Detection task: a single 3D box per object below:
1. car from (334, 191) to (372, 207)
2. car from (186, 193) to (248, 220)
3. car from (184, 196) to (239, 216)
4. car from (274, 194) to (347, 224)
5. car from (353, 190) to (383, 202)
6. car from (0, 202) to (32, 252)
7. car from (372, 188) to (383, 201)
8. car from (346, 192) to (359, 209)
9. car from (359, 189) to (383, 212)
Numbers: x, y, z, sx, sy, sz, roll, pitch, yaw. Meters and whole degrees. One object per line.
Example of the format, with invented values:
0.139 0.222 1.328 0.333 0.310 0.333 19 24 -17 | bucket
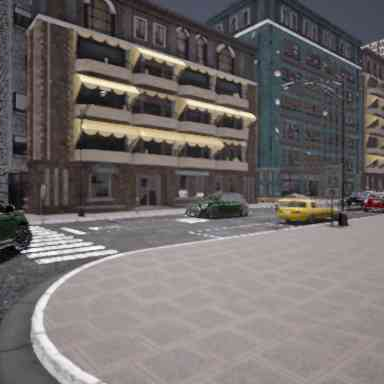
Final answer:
17.168 0.699 35.404 4.674 1.442 1.812 -1 1 -39 | car
1.756 0.857 22.946 4.553 1.767 2.097 -1 1 -39 | car
1.556 1.039 26.104 4.206 1.307 1.802 -1 2 -39 | car
7.003 1.035 19.732 4.829 1.417 1.752 -1 2 -39 | car
23.082 0.537 43.536 4.507 1.381 1.887 -1 2 -39 | car
-6.511 1.014 9.203 2.150 2.045 5.566 -2 1 -6 | car
27.387 0.337 47.020 4.097 1.590 1.967 -1 2 -39 | car
15.812 0.758 30.216 4.902 1.511 2.128 -1 1 -39 | car
15.482 0.768 26.595 4.097 1.590 1.967 -1 2 -39 | car
